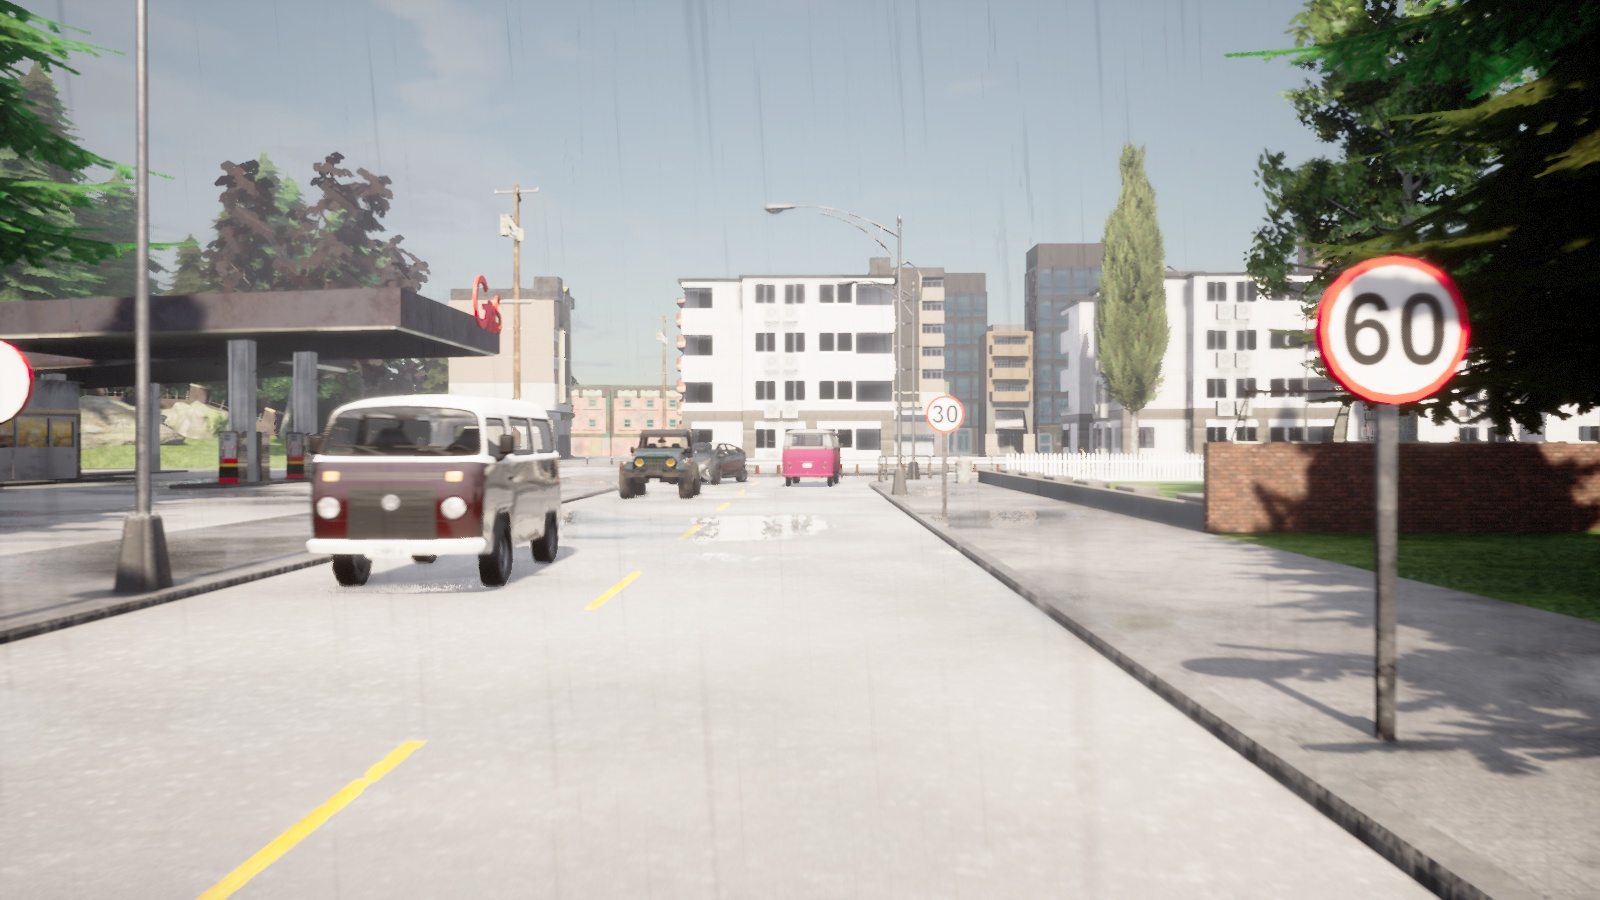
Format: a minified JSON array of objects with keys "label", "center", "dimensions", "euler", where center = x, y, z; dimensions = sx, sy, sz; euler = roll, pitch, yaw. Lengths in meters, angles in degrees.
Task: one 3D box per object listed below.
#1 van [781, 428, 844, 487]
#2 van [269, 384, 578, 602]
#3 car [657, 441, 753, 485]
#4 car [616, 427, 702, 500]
[{"label":"van","center":[0.499,0.249,44.570],"dimensions":[1.775,1.987,4.442],"euler":[0,0,7]},{"label":"van","center":[-3.914,0.388,13.977],"dimensions":[2.069,2.038,4.480],"euler":[0,0,0]},{"label":"car","center":[-3.380,0.433,45.825],"dimensions":[2.007,1.525,4.514],"euler":[0,0,17]},{"label":"car","center":[-3.813,0.345,34.534],"dimensions":[1.905,1.878,3.866],"euler":[0,0,0]}]
